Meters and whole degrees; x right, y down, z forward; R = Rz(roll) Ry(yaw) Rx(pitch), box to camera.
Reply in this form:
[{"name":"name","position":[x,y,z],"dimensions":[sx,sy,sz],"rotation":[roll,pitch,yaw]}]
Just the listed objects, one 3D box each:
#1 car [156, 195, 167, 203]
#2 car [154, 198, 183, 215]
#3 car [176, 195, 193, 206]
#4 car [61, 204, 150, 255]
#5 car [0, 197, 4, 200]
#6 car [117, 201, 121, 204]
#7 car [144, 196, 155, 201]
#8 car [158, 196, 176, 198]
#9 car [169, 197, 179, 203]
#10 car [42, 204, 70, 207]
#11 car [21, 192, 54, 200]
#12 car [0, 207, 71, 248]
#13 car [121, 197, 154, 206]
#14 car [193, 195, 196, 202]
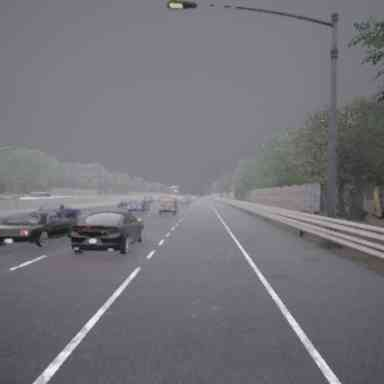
[{"name":"car","position":[-7.736,1.783,84.956],"dimensions":[2.097,1.767,4.553],"rotation":[1,-1,2]},{"name":"car","position":[-2.419,1.680,35.895],"dimensions":[2.033,1.411,5.357],"rotation":[1,0,2]},{"name":"car","position":[-1.429,1.853,64.672],"dimensions":[2.128,1.511,4.902],"rotation":[1,-1,2]},{"name":"car","position":[-3.188,1.477,13.437],"dimensions":[1.882,1.535,5.008],"rotation":[1,0,2]},{"name":"car","position":[-23.388,1.187,38.061],"dimensions":[1.837,1.490,4.892],"rotation":[1,0,3]},{"name":"car","position":[-9.045,1.655,46.939],"dimensions":[1.895,1.301,4.718],"rotation":[1,0,2]},{"name":"car","position":[-8.424,1.559,64.850],"dimensions":[2.097,1.767,4.553],"rotation":[1,-1,2]},{"name":"car","position":[-4.926,1.636,64.730],"dimensions":[2.097,1.767,4.553],"rotation":[1,-1,2]},{"name":"car","position":[-4.377,1.958,80.880],"dimensions":[1.837,1.490,4.892],"rotation":[1,-1,2]},{"name":"car","position":[-9.816,1.511,24.469],"dimensions":[1.895,1.301,4.718],"rotation":[1,0,2]},{"name":"car","position":[-19.692,1.015,42.602],"dimensions":[2.150,2.045,5.566],"rotation":[1,-1,2]},{"name":"car","position":[-6.658,1.529,14.461],"dimensions":[1.895,1.301,4.718],"rotation":[1,0,2]},{"name":"car","position":[-5.885,1.610,36.915],"dimensions":[2.033,1.411,5.357],"rotation":[1,0,2]},{"name":"car","position":[-0.743,2.106,84.763],"dimensions":[2.128,1.511,4.902],"rotation":[1,-1,2]}]
